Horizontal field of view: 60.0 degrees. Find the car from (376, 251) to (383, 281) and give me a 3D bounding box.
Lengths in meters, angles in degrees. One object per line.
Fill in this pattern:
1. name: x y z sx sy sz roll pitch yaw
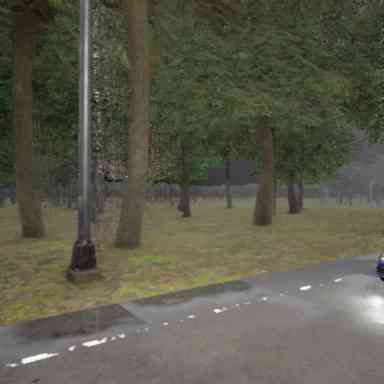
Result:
1. car: 6.779 1.615 8.822 4.674 1.442 1.812 1 0 -35
